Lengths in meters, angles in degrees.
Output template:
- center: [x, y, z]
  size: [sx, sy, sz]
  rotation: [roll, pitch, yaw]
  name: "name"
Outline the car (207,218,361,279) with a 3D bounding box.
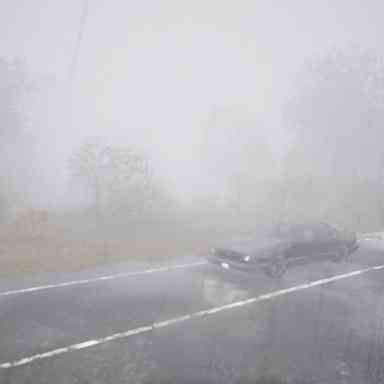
- center: [3.058, 1.548, 10.283]
  size: [5.357, 1.411, 2.033]
  rotation: [0, 0, -35]
  name: "car"
